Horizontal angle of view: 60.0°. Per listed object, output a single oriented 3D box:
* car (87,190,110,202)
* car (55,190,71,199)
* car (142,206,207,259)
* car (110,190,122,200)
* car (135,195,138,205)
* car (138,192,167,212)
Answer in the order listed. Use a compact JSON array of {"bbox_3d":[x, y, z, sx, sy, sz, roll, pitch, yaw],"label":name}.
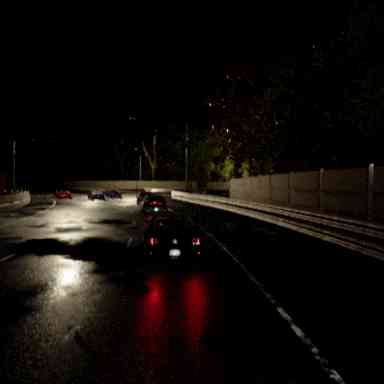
[{"bbox_3d":[-13.096,0.541,45.464,2.033,1.411,5.357,0,1,-24],"label":"car"},{"bbox_3d":[-19.854,0.385,51.136,1.994,1.385,4.181,0,1,-28],"label":"car"},{"bbox_3d":[-0.690,1.386,11.668,1.895,1.301,4.718,0,1,-5],"label":"car"},{"bbox_3d":[-12.150,0.404,51.514,1.812,1.442,4.674,0,1,-26],"label":"car"},{"bbox_3d":[-5.275,0.724,37.571,1.837,1.490,4.892,0,1,-11],"label":"car"},{"bbox_3d":[-3.106,0.961,26.935,1.837,1.490,4.892,0,1,-11],"label":"car"}]
